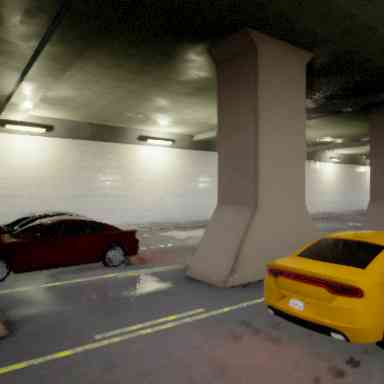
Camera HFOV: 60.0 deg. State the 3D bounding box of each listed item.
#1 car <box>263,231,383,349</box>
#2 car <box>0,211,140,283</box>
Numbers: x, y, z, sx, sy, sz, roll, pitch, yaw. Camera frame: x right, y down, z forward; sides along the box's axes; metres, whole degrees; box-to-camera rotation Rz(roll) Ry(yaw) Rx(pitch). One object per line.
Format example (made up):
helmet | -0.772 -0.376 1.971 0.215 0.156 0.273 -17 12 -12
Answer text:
car | 3.532 1.479 6.265 5.008 1.535 1.882 0 0 -35
car | -3.986 1.478 9.747 5.008 1.535 1.882 0 0 -35
